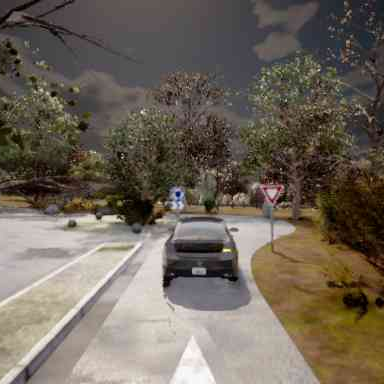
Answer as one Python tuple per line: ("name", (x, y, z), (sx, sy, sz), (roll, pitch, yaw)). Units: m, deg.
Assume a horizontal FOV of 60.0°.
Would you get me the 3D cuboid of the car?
("car", (0.299, 1.472, 9.651), (1.837, 1.490, 4.892), (0, 0, 3))
